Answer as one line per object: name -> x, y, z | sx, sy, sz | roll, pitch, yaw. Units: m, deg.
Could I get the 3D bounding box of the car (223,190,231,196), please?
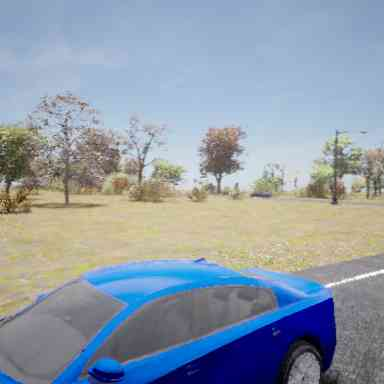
car -> 9.077, 0.188, 77.872 | 1.994, 1.385, 4.181 | 1, 1, -35

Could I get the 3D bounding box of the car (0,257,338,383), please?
car -> -0.560, 1.513, 3.333 | 5.008, 1.535, 1.882 | 0, -1, -36

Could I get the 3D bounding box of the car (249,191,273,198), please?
car -> 14.534, 0.494, 69.981 | 2.033, 1.411, 5.357 | 1, 1, -35
